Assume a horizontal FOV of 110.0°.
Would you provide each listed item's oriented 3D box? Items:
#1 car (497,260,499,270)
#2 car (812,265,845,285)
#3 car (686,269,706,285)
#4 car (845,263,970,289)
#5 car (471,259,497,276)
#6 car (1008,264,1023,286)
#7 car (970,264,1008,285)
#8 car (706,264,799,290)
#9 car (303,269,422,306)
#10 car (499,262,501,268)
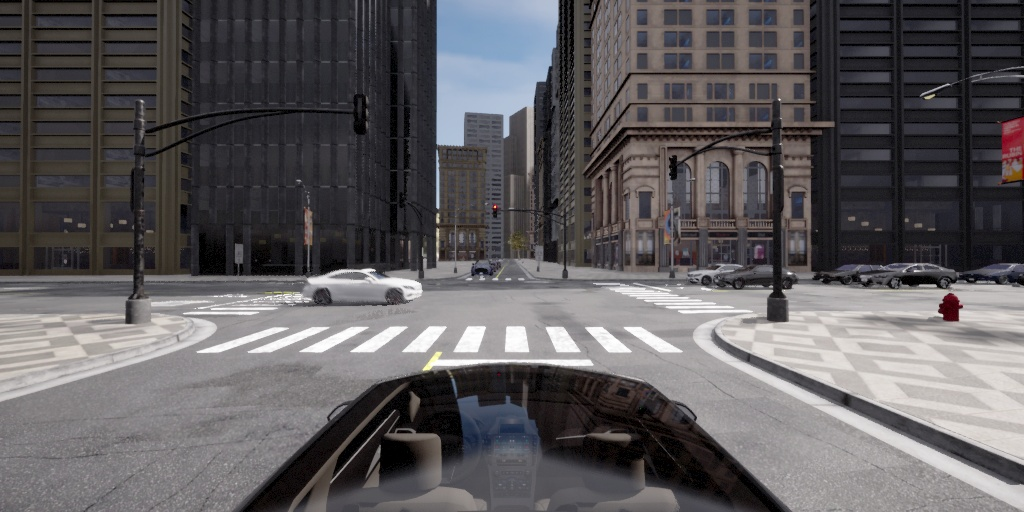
[{"bbox_3d":[-3.058,1.378,46.399,1.994,1.385,4.181,0,0,0],"label":"car"},{"bbox_3d":[24.219,1.262,24.982,5.357,1.411,2.033,0,0,0],"label":"car"},{"bbox_3d":[14.637,1.264,24.977,4.674,1.442,1.812,0,0,0],"label":"car"},{"bbox_3d":[23.812,1.183,21.730,4.902,1.511,2.128,0,0,0],"label":"car"},{"bbox_3d":[-3.048,1.146,37.627,2.097,1.767,4.553,0,0,0],"label":"car"},{"bbox_3d":[33.684,1.232,21.732,4.181,1.385,1.994,0,0,0],"label":"car"},{"bbox_3d":[34.647,1.237,24.990,5.357,1.411,2.033,0,0,-1],"label":"car"},{"bbox_3d":[14.702,1.240,21.716,4.674,1.442,1.812,0,0,-1],"label":"car"},{"bbox_3d":[-6.181,1.254,15.004,4.674,1.442,1.812,0,0,0],"label":"car"},{"bbox_3d":[-3.054,1.401,55.430,1.994,1.385,4.181,0,0,0],"label":"car"}]
